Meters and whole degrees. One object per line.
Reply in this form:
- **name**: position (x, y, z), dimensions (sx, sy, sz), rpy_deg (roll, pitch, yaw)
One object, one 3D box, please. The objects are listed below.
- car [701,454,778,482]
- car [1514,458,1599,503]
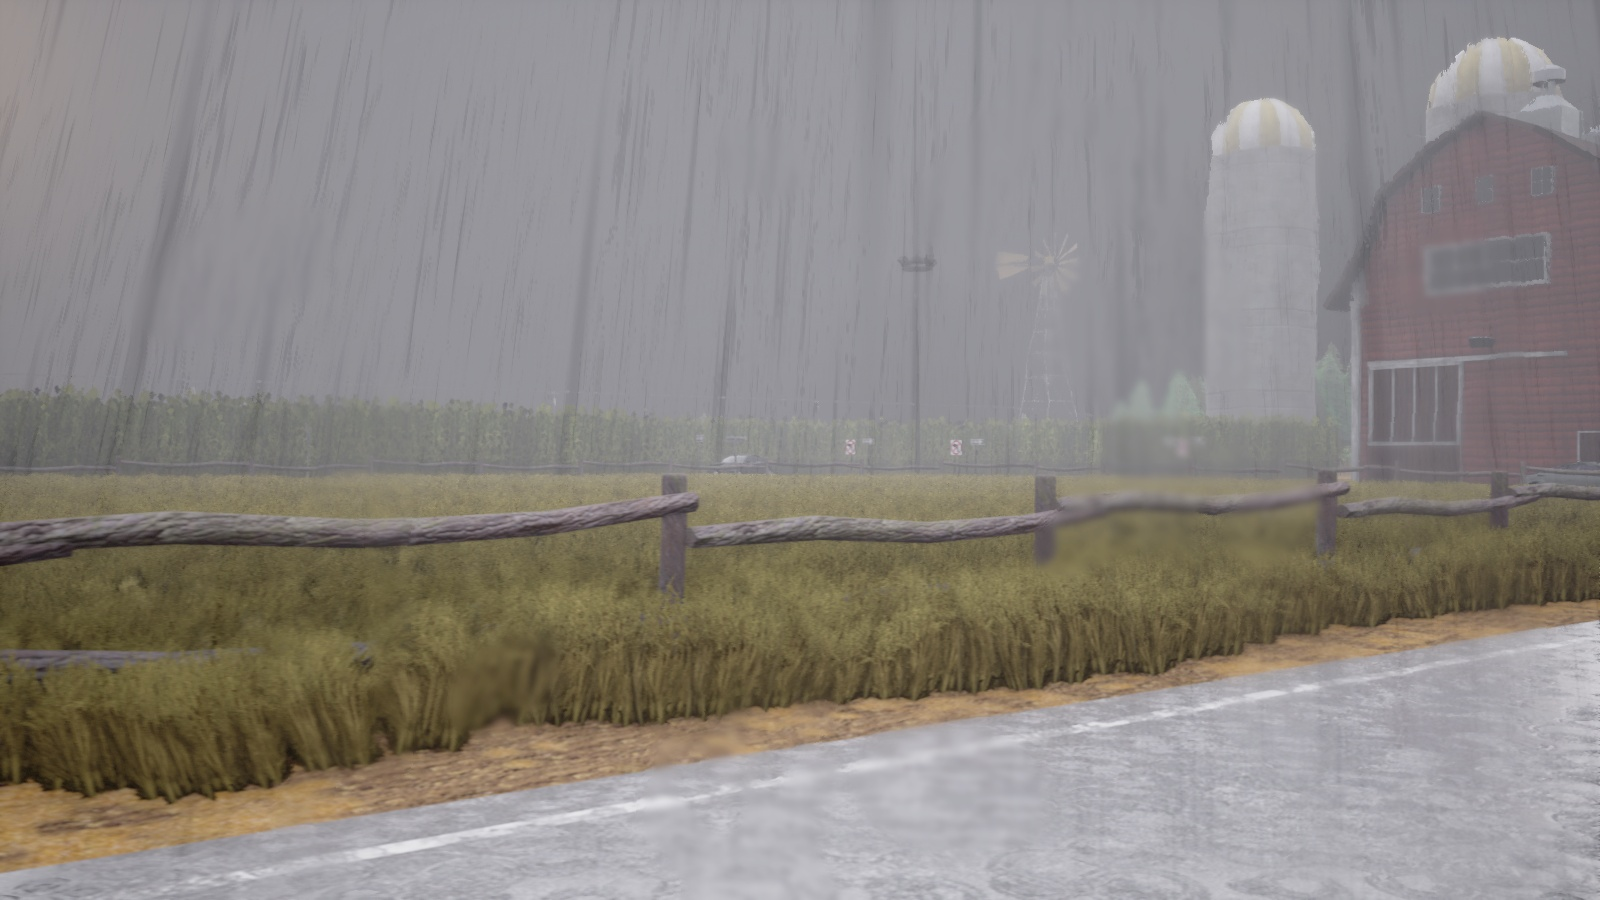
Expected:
- **car**: position (-3.329, 0.977, 69.868), dimensions (1.882, 1.535, 5.008), rpy_deg (-1, 0, 30)
- **car**: position (24.954, 0.940, 39.224), dimensions (1.994, 1.385, 4.181), rpy_deg (0, 0, -39)
